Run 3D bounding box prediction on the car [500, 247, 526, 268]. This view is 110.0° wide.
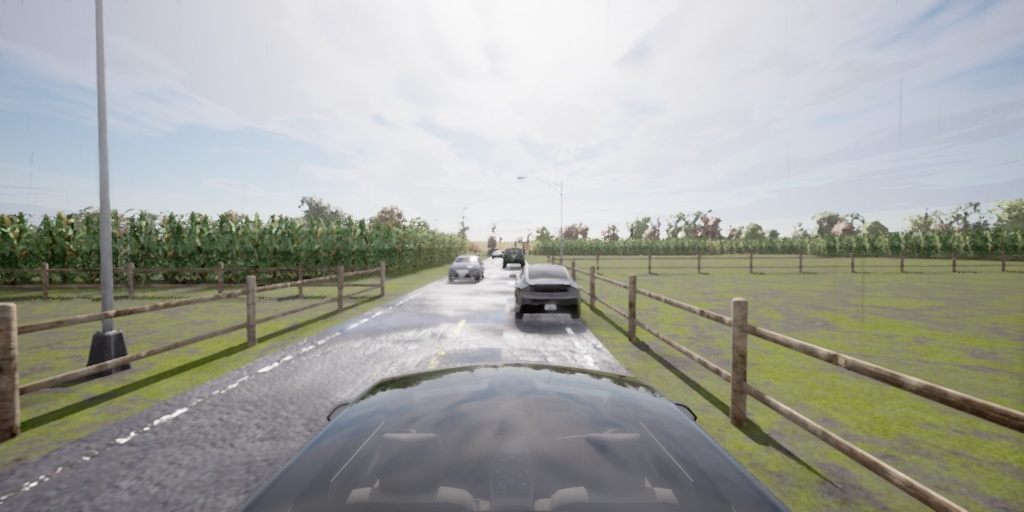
[{"bbox_3d":[0.199,0.110,36.768,2.150,2.045,5.566,0,2,1],"label":"car"}]

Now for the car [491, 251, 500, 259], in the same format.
[{"bbox_3d":[-2.542,-0.234,62.731,2.033,1.411,5.357,0,1,1],"label":"car"}]

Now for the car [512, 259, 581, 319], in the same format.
[{"bbox_3d":[1.000,1.014,11.612,1.837,1.490,4.892,0,1,0],"label":"car"}]

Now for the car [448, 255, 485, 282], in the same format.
[{"bbox_3d":[-2.766,0.733,22.471,2.128,1.511,4.902,0,1,0],"label":"car"}]
